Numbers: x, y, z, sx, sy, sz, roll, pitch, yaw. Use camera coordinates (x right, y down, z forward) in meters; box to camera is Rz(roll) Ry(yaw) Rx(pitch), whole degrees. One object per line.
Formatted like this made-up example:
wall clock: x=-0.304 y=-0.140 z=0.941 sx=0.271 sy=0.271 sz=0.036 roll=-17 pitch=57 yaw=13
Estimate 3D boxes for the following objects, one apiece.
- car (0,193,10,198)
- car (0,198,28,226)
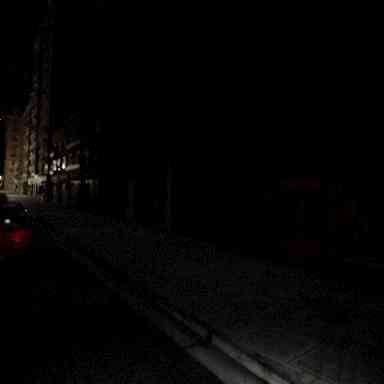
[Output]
car: x=-20.045 y=0.785 z=34.425 sx=1.882 sy=1.535 sz=5.008 roll=2 pitch=0 yaw=-31
car: x=-10.972 y=1.227 z=19.676 sx=1.895 sy=1.301 sz=4.718 roll=2 pitch=0 yaw=-31
